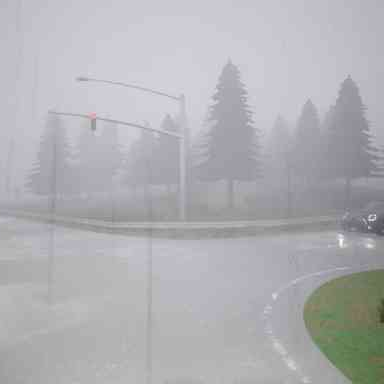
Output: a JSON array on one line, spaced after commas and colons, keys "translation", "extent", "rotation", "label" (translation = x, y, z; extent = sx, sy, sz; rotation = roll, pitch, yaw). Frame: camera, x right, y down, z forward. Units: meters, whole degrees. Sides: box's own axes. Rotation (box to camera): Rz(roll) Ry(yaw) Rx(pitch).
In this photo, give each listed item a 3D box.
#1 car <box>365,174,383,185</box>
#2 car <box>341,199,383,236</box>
[{"translation": [28.020, -2.127, 51.214], "extent": [2.150, 2.045, 5.566], "rotation": [0, 5, 25], "label": "car"}, {"translation": [9.947, 1.138, 17.042], "extent": [4.553, 1.767, 2.097], "rotation": [-2, 1, -21], "label": "car"}]
